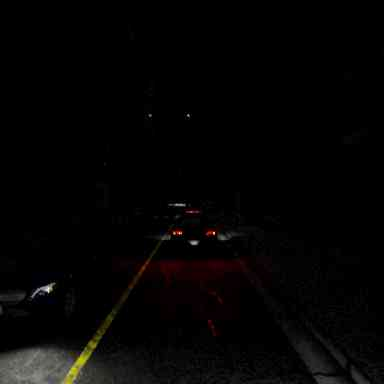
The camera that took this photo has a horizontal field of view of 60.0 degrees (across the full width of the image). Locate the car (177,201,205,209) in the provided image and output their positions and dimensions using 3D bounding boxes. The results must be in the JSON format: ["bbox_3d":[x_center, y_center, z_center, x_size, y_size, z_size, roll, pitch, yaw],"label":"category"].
[{"bbox_3d":[0.104,1.770,27.850,2.128,1.511,4.902,0,-1,1],"label":"car"}]

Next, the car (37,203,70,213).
[{"bbox_3d":[-19.843,2.239,47.694,4.507,1.381,1.887,-1,0,0],"label":"car"}]

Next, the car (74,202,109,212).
[{"bbox_3d":[-14.389,2.165,47.725,4.829,1.417,1.752,-1,0,0],"label":"car"}]

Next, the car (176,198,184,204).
[{"bbox_3d":[-2.992,2.327,84.410,2.128,1.511,4.902,0,-1,0],"label":"car"}]

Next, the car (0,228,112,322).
[{"bbox_3d":[-3.099,1.604,7.515,1.812,1.442,4.674,0,-1,0],"label":"car"}]

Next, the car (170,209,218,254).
[{"bbox_3d":[0.094,1.671,14.152,1.812,1.442,4.674,0,-1,0],"label":"car"}]
